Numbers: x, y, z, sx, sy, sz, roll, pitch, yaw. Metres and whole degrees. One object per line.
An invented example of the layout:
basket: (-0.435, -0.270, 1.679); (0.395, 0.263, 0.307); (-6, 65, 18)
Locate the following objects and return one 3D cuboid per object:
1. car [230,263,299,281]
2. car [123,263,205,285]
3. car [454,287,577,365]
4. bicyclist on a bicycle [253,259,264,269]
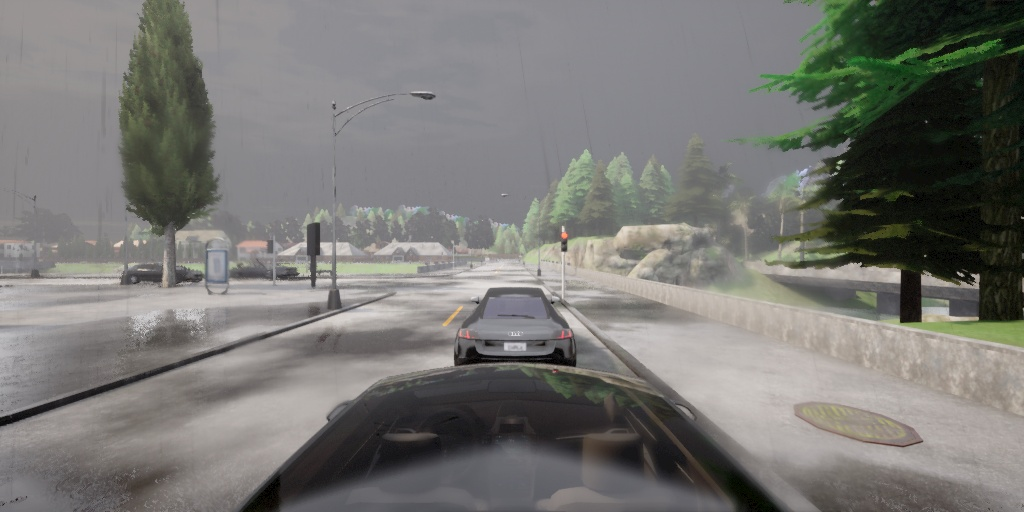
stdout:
car: (-20.875, 1.297, 29.966); (5.357, 1.411, 2.033); (0, 0, 0)
car: (-24.847, 1.251, 25.742); (4.892, 1.490, 1.837); (1, 0, 0)
car: (0.063, 1.314, 7.318); (1.994, 1.385, 4.181); (0, 0, 0)
bicyclist on a bicycle: (-24.104, 1.099, 34.140); (0.582, 1.620, 1.656); (0, 0, 0)
